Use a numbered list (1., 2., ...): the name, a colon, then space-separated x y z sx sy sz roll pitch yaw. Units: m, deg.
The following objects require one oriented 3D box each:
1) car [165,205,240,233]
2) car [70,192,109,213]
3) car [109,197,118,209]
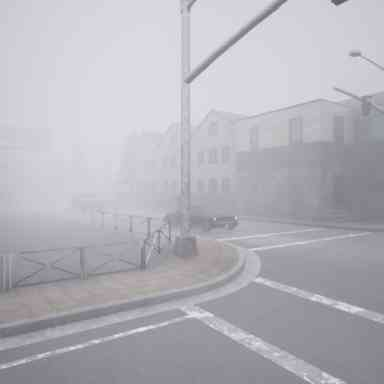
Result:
1. car: 0.447 1.424 18.581 1.895 1.301 4.718 0 0 -36
2. car: -10.985 1.048 34.684 2.150 2.045 5.566 0 0 -35
3. car: -10.536 1.328 40.416 1.837 1.490 4.892 0 0 -35
